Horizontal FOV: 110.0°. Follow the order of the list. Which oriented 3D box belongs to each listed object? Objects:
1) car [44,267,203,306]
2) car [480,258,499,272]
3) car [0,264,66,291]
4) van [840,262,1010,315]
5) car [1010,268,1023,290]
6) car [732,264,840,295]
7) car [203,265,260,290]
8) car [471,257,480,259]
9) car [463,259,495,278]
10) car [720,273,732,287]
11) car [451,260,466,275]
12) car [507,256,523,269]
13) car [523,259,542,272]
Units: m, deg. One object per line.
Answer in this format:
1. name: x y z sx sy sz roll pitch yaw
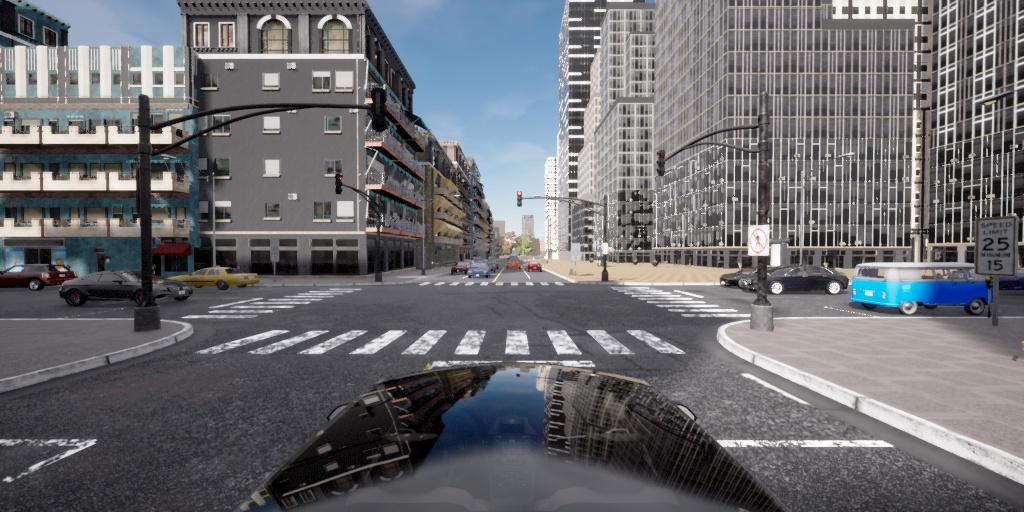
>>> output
1. car: -16.651 1.332 15.551 4.674 1.442 1.812 0 1 0
2. car: -2.980 1.309 43.985 1.994 1.385 4.181 0 0 0
3. car: -28.726 1.190 21.366 4.097 1.591 1.967 0 0 0
4. van: 14.720 1.117 12.935 3.998 1.789 1.690 0 0 0
5. car: 24.711 1.196 18.700 4.674 1.442 1.812 0 1 0
6. car: 14.639 1.194 18.713 4.892 1.490 1.837 0 1 0
7. car: -17.828 1.247 21.353 4.829 1.417 1.751 0 0 0
8. car: -5.570 1.185 45.051 1.967 1.591 4.097 0 0 0
9. car: -3.010 1.293 33.951 2.033 1.411 5.357 0 0 0
10. car: 14.730 1.216 21.315 4.313 1.339 1.948 0 0 0
11. car: -5.586 1.290 39.402 1.888 1.381 4.507 0 0 0
12. car: 0.255 1.101 57.353 2.097 1.767 4.553 0 0 0
13. car: 2.777 1.290 45.085 1.888 1.381 4.507 0 0 0
